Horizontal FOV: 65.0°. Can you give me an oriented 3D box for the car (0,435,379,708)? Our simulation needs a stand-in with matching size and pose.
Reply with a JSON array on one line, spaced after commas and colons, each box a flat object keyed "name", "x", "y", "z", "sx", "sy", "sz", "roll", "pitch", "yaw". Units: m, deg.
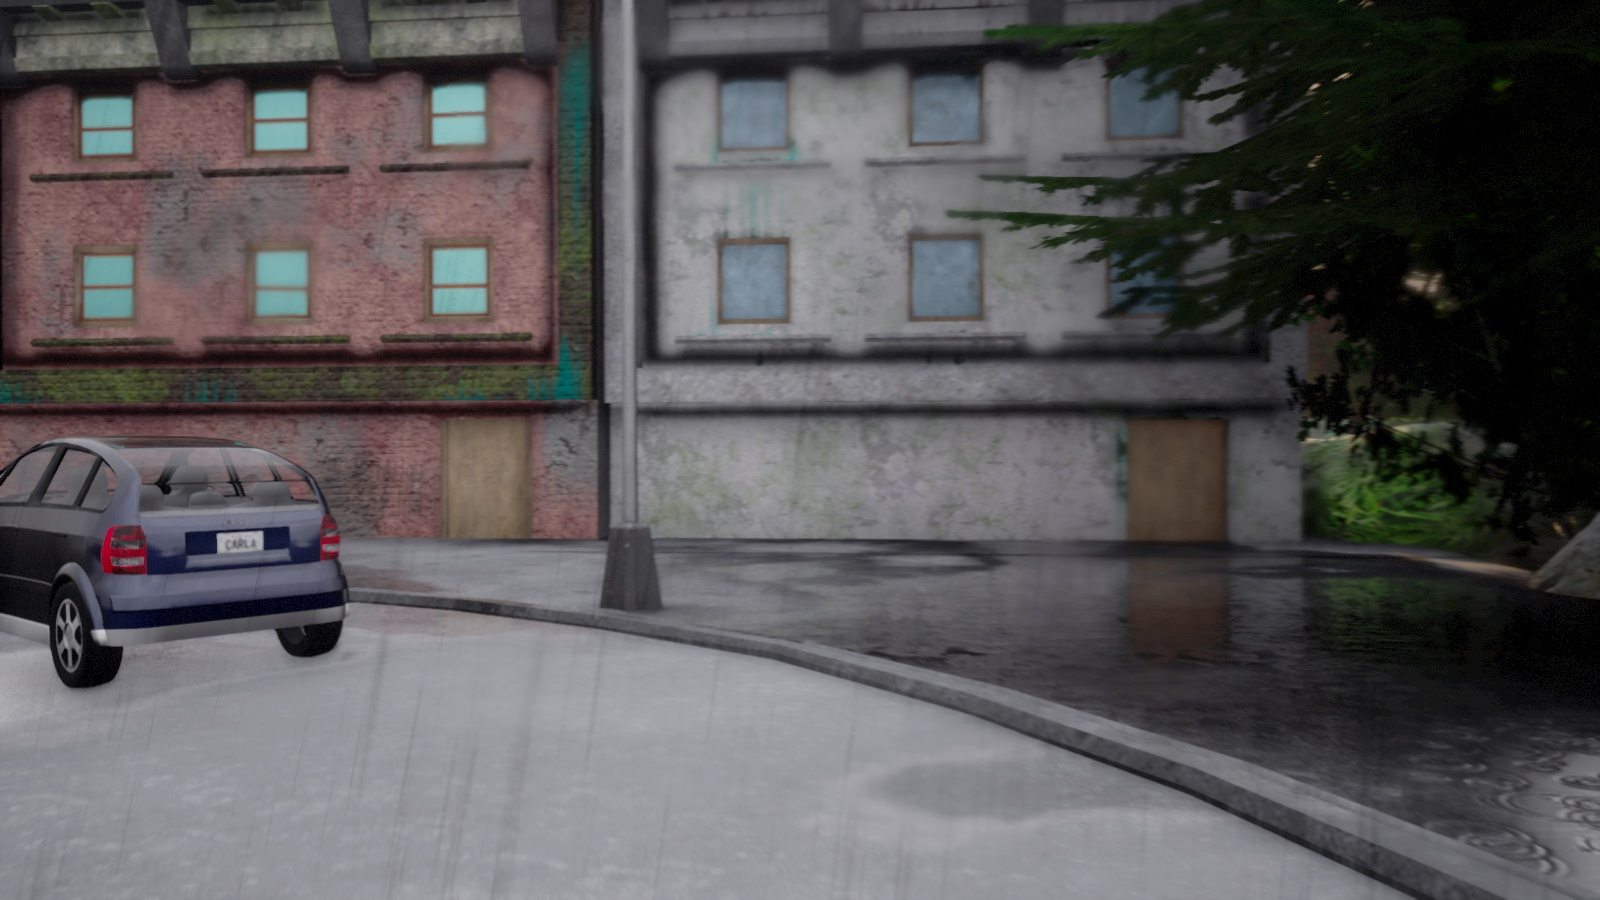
[{"name": "car", "x": -4.818, "y": 0.674, "z": 9.007, "sx": 3.705, "sy": 1.549, "sz": 1.789, "roll": 0, "pitch": 1, "yaw": 41}]
